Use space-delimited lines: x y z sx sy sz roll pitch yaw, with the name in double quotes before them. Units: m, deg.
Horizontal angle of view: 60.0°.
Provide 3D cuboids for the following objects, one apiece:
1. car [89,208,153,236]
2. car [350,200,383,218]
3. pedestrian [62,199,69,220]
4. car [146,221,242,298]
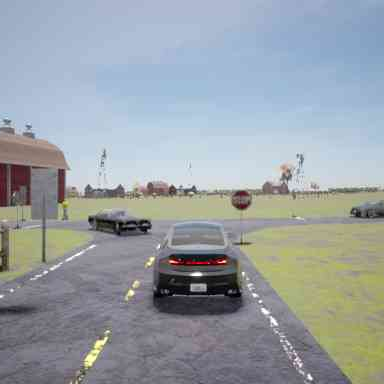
"car" -4.093 1.608 18.776 1.895 1.301 4.718 0 0 -38
"car" 14.818 1.308 26.310 4.181 1.385 1.994 -1 0 -3
"pedestrian" -11.139 1.491 29.265 0.375 1.860 0.375 0 0 4
"car" 0.118 1.506 8.520 1.837 1.490 4.892 0 0 0
